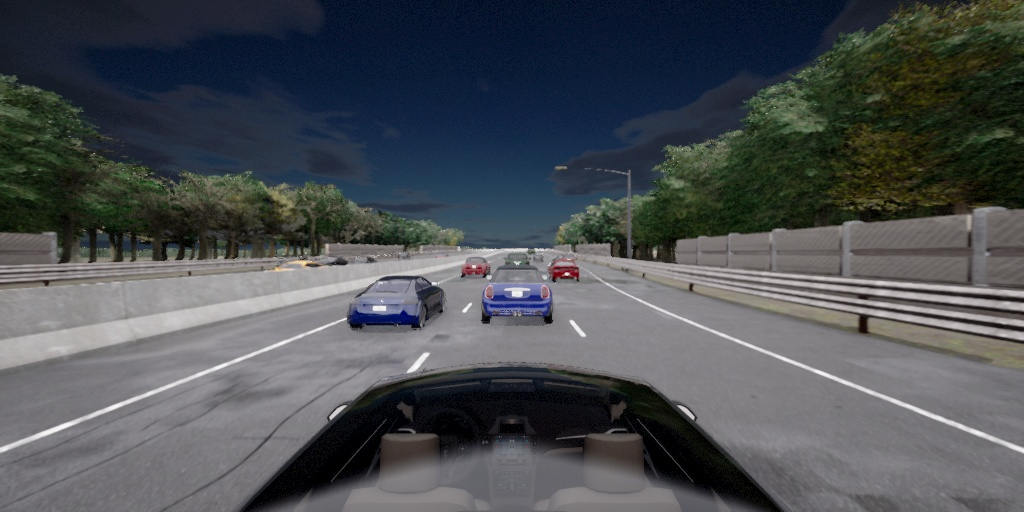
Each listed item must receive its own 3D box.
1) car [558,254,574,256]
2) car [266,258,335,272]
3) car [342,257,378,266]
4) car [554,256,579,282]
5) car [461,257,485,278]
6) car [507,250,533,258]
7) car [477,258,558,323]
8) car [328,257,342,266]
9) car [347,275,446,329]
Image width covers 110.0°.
[{"bbox_3d":[7.773,0.551,49.575,2.097,1.767,4.553,0,1,3],"label":"car"},{"bbox_3d":[-13.877,1.086,23.282,1.882,1.535,5.008,0,1,1],"label":"car"},{"bbox_3d":[-16.940,0.882,40.853,1.837,1.490,4.892,0,1,2],"label":"car"},{"bbox_3d":[3.792,1.040,26.830,1.882,1.535,5.008,0,1,1],"label":"car"},{"bbox_3d":[-3.006,0.867,30.925,2.097,1.767,4.553,0,1,1],"label":"car"},{"bbox_3d":[0.498,0.731,31.253,2.150,2.045,5.566,0,1,1],"label":"car"},{"bbox_3d":[0.167,1.066,12.182,2.097,1.767,4.553,0,0,1],"label":"car"},{"bbox_3d":[-20.438,0.856,40.943,1.882,1.535,5.008,0,1,2],"label":"car"},{"bbox_3d":[-3.344,1.286,11.103,1.994,1.385,4.181,0,0,0],"label":"car"}]
